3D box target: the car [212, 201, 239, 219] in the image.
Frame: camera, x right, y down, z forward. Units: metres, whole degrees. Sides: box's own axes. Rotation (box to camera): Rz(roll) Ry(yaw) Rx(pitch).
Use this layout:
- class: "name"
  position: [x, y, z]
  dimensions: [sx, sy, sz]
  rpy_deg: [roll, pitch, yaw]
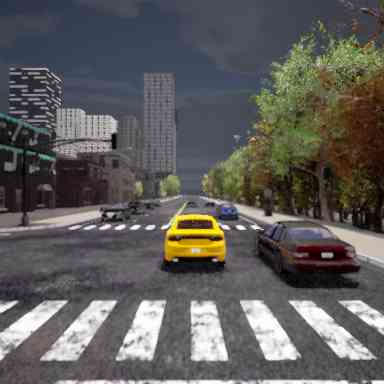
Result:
- class: "car"
  position: [3.351, 1.798, 32.316]
  dimensions: [2.033, 1.411, 5.357]
  rpy_deg: [0, 0, 0]

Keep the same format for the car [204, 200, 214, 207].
- class: "car"
  position: [3.252, 2.072, 61.357]
  dimensions: [1.895, 1.301, 4.718]
  rpy_deg: [0, 0, 0]

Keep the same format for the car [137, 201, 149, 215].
- class: "car"
  position: [-6.569, 1.805, 38.898]
  dimensions: [1.837, 1.490, 4.892]
  rpy_deg: [0, 0, 0]

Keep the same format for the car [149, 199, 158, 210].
- class: "car"
  position: [-6.501, 1.938, 48.634]
  dimensions: [1.994, 1.385, 4.181]
  rpy_deg: [0, 0, 0]

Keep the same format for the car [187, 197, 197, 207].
- class: "car"
  position: [-0.001, 1.955, 60.428]
  dimensions: [2.128, 1.511, 4.902]
  rpy_deg: [0, 0, 0]

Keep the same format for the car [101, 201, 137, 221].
- class: "car"
  position: [-6.606, 1.720, 29.424]
  dimensions: [2.128, 1.511, 4.902]
  rpy_deg: [0, 0, 1]

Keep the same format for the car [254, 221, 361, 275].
- class: "car"
  position: [3.349, 1.633, 10.752]
  dimensions: [2.033, 1.411, 5.357]
  rpy_deg: [0, 0, 0]

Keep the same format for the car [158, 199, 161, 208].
- class: "car"
  position: [-6.499, 2.000, 59.057]
  dimensions: [2.033, 1.411, 5.357]
  rpy_deg: [0, 0, 0]

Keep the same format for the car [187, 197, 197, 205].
- class: "car"
  position: [-0.001, 1.899, 70.848]
  dimensions: [2.128, 1.511, 4.902]
  rpy_deg: [0, 0, 0]

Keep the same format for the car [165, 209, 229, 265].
- class: "car"
  position: [0.102, 1.574, 12.160]
  dimensions: [1.882, 1.535, 5.008]
  rpy_deg: [0, 0, 0]
